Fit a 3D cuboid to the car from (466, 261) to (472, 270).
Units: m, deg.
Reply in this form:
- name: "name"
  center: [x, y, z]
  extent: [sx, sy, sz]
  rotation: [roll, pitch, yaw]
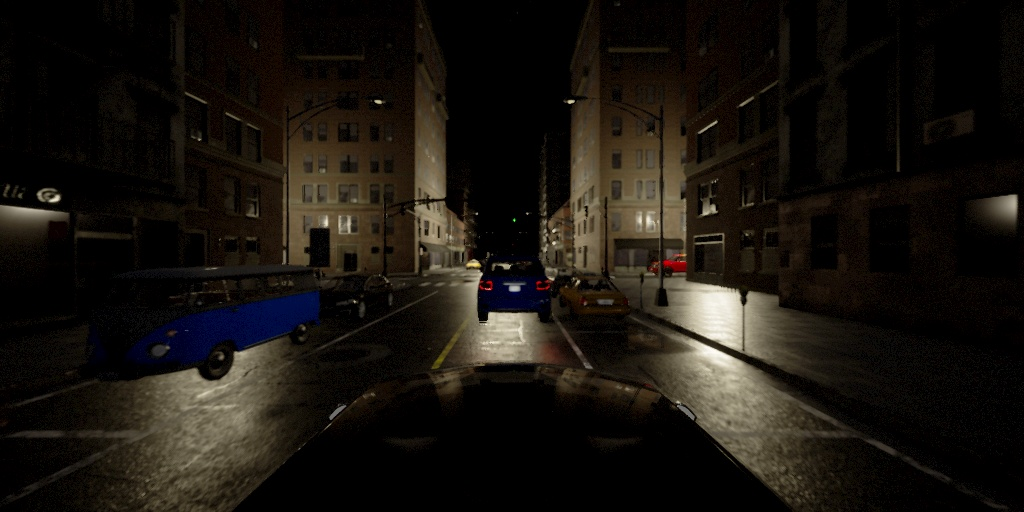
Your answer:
- name: "car"
  center: [-5.386, 1.205, 50.079]
  extent: [1.751, 1.417, 4.829]
  rotation: [0, 0, 0]

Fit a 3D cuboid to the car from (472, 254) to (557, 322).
- name: "car"
  center: [0.038, 0.958, 12.352]
  extent: [2.150, 2.045, 5.566]
  rotation: [0, 0, -1]

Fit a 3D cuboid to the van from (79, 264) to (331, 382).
- name: "van"
  center: [-5.392, 1.083, 6.879]
  extent: [1.690, 1.789, 3.998]
  rotation: [0, 0, 0]

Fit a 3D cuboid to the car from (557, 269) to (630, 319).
- name: "car"
  center: [2.645, 1.260, 12.456]
  extent: [1.751, 1.417, 4.829]
  rotation: [0, 0, 0]

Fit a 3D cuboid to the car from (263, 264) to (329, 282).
- name: "car"
  center: [-17.589, 1.364, 29.333]
  extent: [4.181, 1.385, 1.994]
  rotation: [0, 0, 0]

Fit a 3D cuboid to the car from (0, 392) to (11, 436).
- name: "car"
  center: [-5.393, 1.332, 1.473]
  extent: [1.802, 1.307, 4.207]
  rotation: [0, 0, 0]

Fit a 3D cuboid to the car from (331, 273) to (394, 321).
- name: "car"
  center: [-5.390, 1.285, 12.285]
  extent: [2.007, 1.370, 4.403]
  rotation: [0, 0, 0]

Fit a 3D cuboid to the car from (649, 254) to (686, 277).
- name: "car"
  center: [15.334, 0.834, 32.332]
  extent: [5.566, 2.045, 2.150]
  rotation: [0, 0, 0]
